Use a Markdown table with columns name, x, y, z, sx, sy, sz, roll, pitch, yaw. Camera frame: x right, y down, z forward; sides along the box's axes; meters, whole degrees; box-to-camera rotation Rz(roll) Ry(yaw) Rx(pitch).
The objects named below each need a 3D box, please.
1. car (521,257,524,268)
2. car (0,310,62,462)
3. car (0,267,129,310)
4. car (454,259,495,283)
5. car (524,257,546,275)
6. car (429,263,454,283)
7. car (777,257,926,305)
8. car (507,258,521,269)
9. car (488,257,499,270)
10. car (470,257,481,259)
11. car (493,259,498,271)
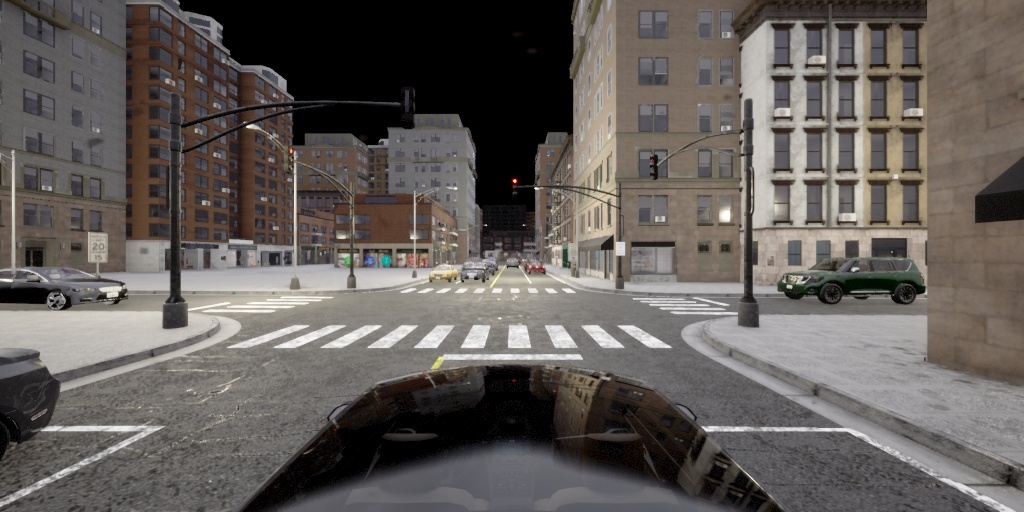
| name | x | y | z | sx | sy | sz | roll | pitch | yaw |
| --- | --- | --- | --- | --- | --- | --- | --- | --- | --- |
| car | 2.663 | 1.067 | 45.537 | 2.192 | 1.841 | 5.009 | 0 | 0 | 0 |
| car | -5.388 | 1.300 | 1.711 | 2.007 | 1.370 | 4.403 | 0 | 0 | 0 |
| car | -17.276 | 1.163 | 13.382 | 4.902 | 1.511 | 2.128 | 0 | 0 | 2 |
| car | -2.821 | 1.243 | 28.207 | 2.128 | 1.511 | 4.902 | 0 | 0 | 2 |
| car | 2.659 | 1.192 | 39.875 | 1.967 | 1.591 | 4.097 | 0 | 0 | 0 |
| car | -5.372 | 1.276 | 28.387 | 1.751 | 1.417 | 4.829 | 0 | 0 | 0 |
| car | 15.352 | 1.057 | 16.358 | 5.566 | 2.045 | 2.150 | 0 | 0 | -2 |
| car | 0.127 | 1.318 | 58.606 | 1.994 | 1.385 | 4.181 | 0 | 0 | 1 |
| car | -2.810 | 1.279 | 48.183 | 1.812 | 1.442 | 4.674 | 0 | 0 | 0 |
| car | -5.359 | 1.068 | 51.205 | 2.192 | 1.841 | 5.009 | 0 | 0 | 0 |
| car | -2.824 | 1.316 | 38.108 | 1.994 | 1.385 | 4.181 | 0 | 0 | 0 |
